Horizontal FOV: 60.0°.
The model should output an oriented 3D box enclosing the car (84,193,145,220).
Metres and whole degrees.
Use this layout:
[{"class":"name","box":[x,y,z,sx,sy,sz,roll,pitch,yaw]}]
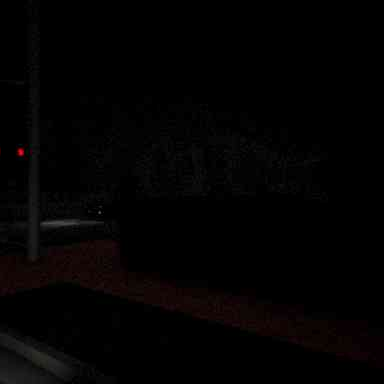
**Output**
[{"class":"car","box":[-5.999,1.104,27.185,2.150,2.045,5.566,0,0,38]}]
